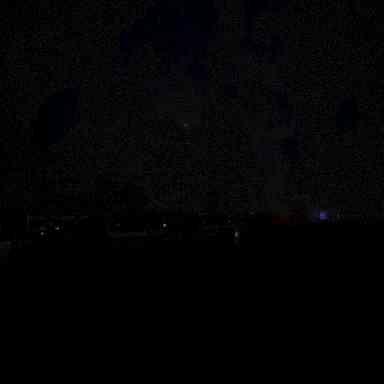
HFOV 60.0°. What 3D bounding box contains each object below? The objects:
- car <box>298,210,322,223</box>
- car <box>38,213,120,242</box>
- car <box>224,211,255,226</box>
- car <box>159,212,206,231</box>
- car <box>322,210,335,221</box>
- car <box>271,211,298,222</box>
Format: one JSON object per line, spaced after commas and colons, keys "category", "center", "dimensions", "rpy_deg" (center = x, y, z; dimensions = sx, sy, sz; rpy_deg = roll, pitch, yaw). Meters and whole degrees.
{"category": "car", "center": [16.228, 3.471, 46.772], "dimensions": [2.128, 1.511, 4.902], "rpy_deg": [0, -2, 36]}
{"category": "car", "center": [-6.589, 2.026, 19.859], "dimensions": [2.128, 1.511, 4.902], "rpy_deg": [0, -2, 37]}
{"category": "car", "center": [5.280, 2.862, 36.455], "dimensions": [1.837, 1.490, 4.892], "rpy_deg": [0, -2, 35]}
{"category": "car", "center": [-0.740, 2.425, 28.012], "dimensions": [2.128, 1.511, 4.902], "rpy_deg": [0, -2, 35]}
{"category": "car", "center": [22.000, 3.759, 54.897], "dimensions": [2.097, 1.767, 4.553], "rpy_deg": [0, -2, 37]}
{"category": "car", "center": [12.795, 3.376, 46.913], "dimensions": [1.882, 1.535, 5.008], "rpy_deg": [0, -3, 36]}
